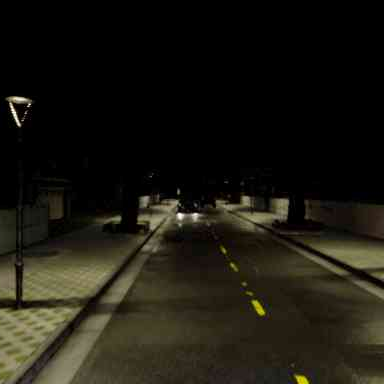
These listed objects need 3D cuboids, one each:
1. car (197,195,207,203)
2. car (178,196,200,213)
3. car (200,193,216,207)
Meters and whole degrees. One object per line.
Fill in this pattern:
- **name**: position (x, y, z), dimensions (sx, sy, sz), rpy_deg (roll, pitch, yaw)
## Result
- **car**: position (2.089, 1.476, 68.028), dimensions (1.837, 1.490, 4.892), rpy_deg (0, 0, 0)
- **car**: position (-0.454, 1.341, 36.430), dimensions (2.097, 1.767, 4.553), rpy_deg (0, 0, 0)
- **car**: position (2.350, 1.217, 49.925), dimensions (2.150, 2.045, 5.566), rpy_deg (0, 0, -1)
